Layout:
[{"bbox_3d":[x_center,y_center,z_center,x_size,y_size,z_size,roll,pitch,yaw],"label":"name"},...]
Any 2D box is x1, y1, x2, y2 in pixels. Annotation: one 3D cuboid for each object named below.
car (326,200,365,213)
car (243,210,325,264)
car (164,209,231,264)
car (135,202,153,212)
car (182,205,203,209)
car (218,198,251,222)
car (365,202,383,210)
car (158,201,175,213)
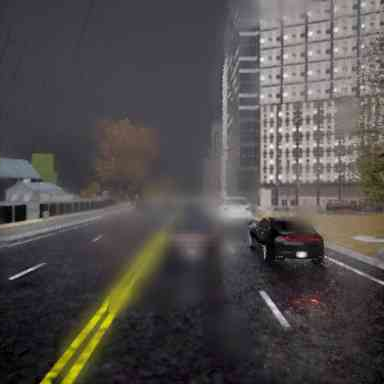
[{"bbox_3d":[23.020,2.180,50.646,5.009,1.841,2.192,0,1,20],"label":"car"},{"bbox_3d":[3.297,1.630,12.364,1.837,1.490,4.892,0,0,0],"label":"car"},{"bbox_3d":[0.047,1.615,12.332,2.128,1.511,4.902,0,-1,1],"label":"car"},{"bbox_3d":[-6.511,2.031,46.253,2.033,1.411,5.357,0,-1,1],"label":"car"},{"bbox_3d":[0.056,1.812,28.102,1.812,1.442,4.674,0,0,0],"label":"car"},{"bbox_3d":[3.289,1.490,26.247,2.150,2.045,5.566,0,0,0],"label":"car"},{"bbox_3d":[31.055,2.315,56.098,4.403,1.369,2.008,0,1,20],"label":"car"},{"bbox_3d":[-3.286,1.966,44.100,1.837,1.490,4.892,0,-1,1],"label":"car"}]
